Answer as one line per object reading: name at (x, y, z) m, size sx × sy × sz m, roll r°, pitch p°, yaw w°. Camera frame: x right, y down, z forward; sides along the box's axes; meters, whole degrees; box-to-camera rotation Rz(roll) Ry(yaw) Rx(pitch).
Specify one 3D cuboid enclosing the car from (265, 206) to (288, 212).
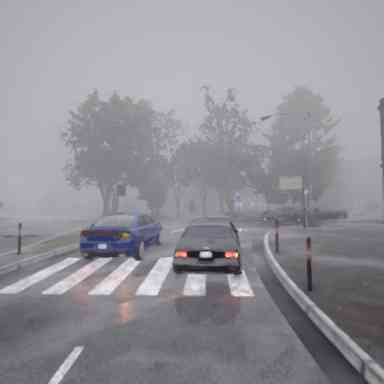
car at (19.032, 3.779, 74.804) m, size 4.718 × 1.301 × 1.895 m, roll -3°, pitch -6°, yaw 41°

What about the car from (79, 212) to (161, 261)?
car at (-2.385, 1.472, 12.386) m, size 1.882 × 1.535 × 5.008 m, roll -1°, pitch 0°, yaw 7°

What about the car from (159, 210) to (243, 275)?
car at (0.592, 1.513, 10.355) m, size 2.033 × 1.411 × 5.357 m, roll -1°, pitch 0°, yaw 6°

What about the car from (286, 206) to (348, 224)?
car at (10.202, 1.818, 26.564) m, size 4.718 × 1.301 × 1.895 m, roll -1°, pitch -4°, yaw -27°

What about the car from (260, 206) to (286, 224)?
car at (8.194, 1.977, 28.986) m, size 4.892 × 1.490 × 1.837 m, roll -1°, pitch -5°, yaw -29°
